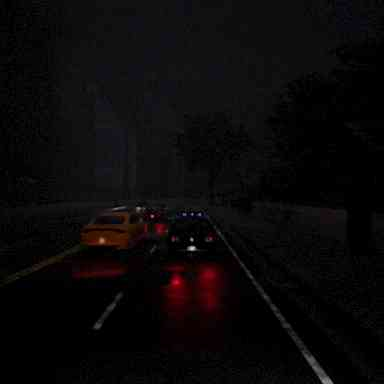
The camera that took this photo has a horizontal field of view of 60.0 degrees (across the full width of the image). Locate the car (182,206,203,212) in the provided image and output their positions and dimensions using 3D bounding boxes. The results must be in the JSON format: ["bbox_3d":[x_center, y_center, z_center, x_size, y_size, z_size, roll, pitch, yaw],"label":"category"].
[{"bbox_3d":[0.011,1.891,29.108,1.895,1.301,4.718,0,-1,0],"label":"car"}]

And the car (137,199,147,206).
[{"bbox_3d":[-9.735,2.200,66.023,1.837,1.490,4.892,0,-1,0],"label":"car"}]

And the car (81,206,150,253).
[{"bbox_3d":[-3.240,1.621,14.475,1.882,1.535,5.008,0,0,0],"label":"car"}]

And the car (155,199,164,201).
[{"bbox_3d":[-6.490,2.180,66.032,1.882,1.535,5.008,0,-1,0],"label":"car"}]

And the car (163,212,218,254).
[{"bbox_3d":[0.006,1.741,14.107,1.895,1.301,4.718,0,-1,0],"label":"car"}]

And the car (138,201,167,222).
[{"bbox_3d":[-3.236,1.819,29.380,1.812,1.442,4.674,0,0,0],"label":"car"}]
